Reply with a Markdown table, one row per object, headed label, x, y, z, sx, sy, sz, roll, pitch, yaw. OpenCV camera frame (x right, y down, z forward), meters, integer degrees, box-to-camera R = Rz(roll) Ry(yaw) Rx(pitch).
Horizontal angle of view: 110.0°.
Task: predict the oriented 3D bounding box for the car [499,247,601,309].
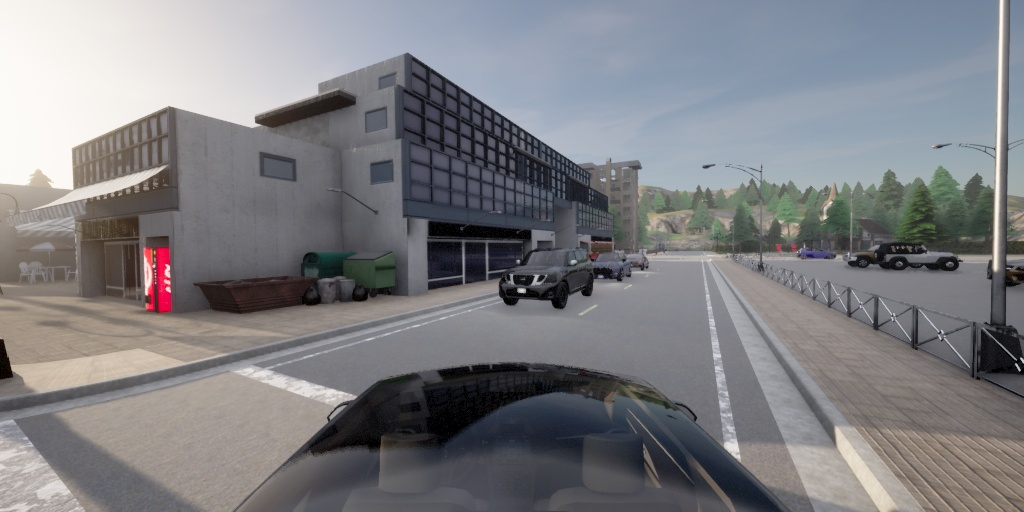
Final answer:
| label | x | y | z | sx | sy | sz | roll | pitch | yaw |
| --- | --- | --- | --- | --- | --- | --- | --- | --- | --- |
| car | 1.588 | 0.690 | 13.947 | 2.150 | 2.045 | 5.566 | 0 | 1 | 28 |

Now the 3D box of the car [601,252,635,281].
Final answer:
| label | x | y | z | sx | sy | sz | roll | pitch | yaw |
| --- | --- | --- | --- | --- | --- | --- | --- | --- | --- |
| car | 6.159 | 0.555 | 22.657 | 2.097 | 1.767 | 4.553 | 0 | 2 | 28 |

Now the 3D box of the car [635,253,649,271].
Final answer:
| label | x | y | z | sx | sy | sz | roll | pitch | yaw |
| --- | --- | --- | --- | --- | --- | --- | --- | --- | --- |
| car | 10.919 | 0.454 | 31.714 | 1.812 | 1.442 | 4.674 | 0 | 2 | 28 |
